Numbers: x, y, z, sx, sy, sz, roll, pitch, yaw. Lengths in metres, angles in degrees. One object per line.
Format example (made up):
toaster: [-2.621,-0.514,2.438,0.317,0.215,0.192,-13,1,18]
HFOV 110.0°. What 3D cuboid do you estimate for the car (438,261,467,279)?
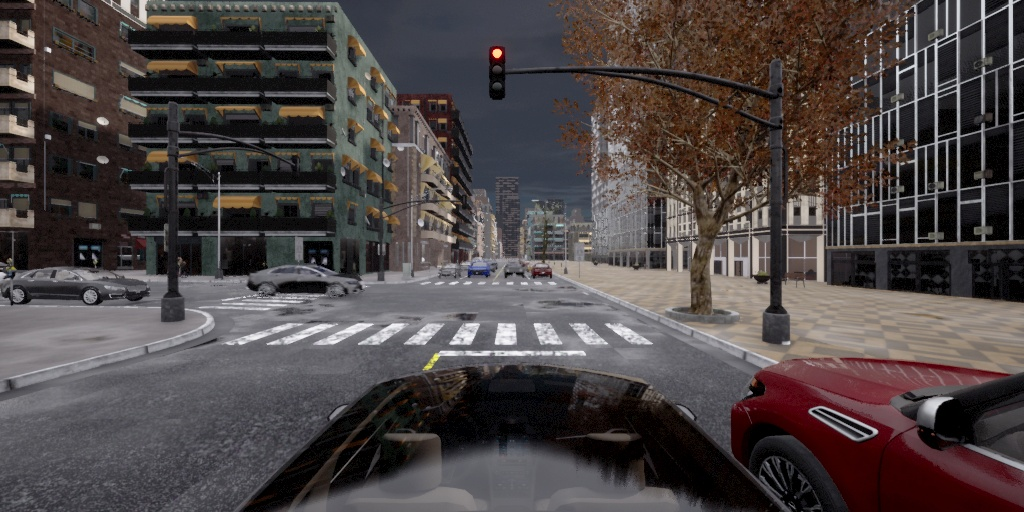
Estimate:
car: [-5.694,1.313,33.044,2.007,1.370,4.403,0,0,0]

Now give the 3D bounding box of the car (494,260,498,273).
car: [-3.095,1.337,44.329,1.994,1.385,4.181,0,0,0]

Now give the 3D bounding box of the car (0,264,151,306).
car: [-16.436,1.091,13.626,4.403,1.370,2.007,0,0,-1]

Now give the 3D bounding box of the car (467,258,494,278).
car: [-3.097,1.241,34.332,1.882,1.535,5.008,0,0,0]

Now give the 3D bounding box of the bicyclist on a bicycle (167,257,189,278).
bicyclist on a bicycle: [-23.172,0.761,24.886,0.582,1.620,1.656,1,0,-1]

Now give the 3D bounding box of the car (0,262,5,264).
car: [-26.666,0.623,16.111,5.566,2.045,2.150,1,0,-1]

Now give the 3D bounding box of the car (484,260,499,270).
car: [-3.090,1.333,54.693,2.033,1.411,5.357,0,0,0]

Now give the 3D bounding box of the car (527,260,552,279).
car: [2.686,1.307,33.045,1.888,1.381,4.507,0,0,0]

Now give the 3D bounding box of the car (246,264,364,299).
car: [-9.600,1.166,16.919,4.902,1.511,2.128,2,0,-9]

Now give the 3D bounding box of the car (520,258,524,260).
car: [2.682,1.375,60.708,1.802,1.307,4.207,0,0,0]

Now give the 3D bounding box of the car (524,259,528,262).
car: [2.685,1.298,44.280,1.751,1.417,4.829,0,0,0]

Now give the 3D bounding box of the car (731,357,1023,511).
car: [2.692,1.065,0.658,2.192,1.841,5.009,0,0,0]

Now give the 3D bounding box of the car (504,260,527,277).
car: [0.171,1.365,35.027,1.895,1.301,4.718,0,0,-1]
